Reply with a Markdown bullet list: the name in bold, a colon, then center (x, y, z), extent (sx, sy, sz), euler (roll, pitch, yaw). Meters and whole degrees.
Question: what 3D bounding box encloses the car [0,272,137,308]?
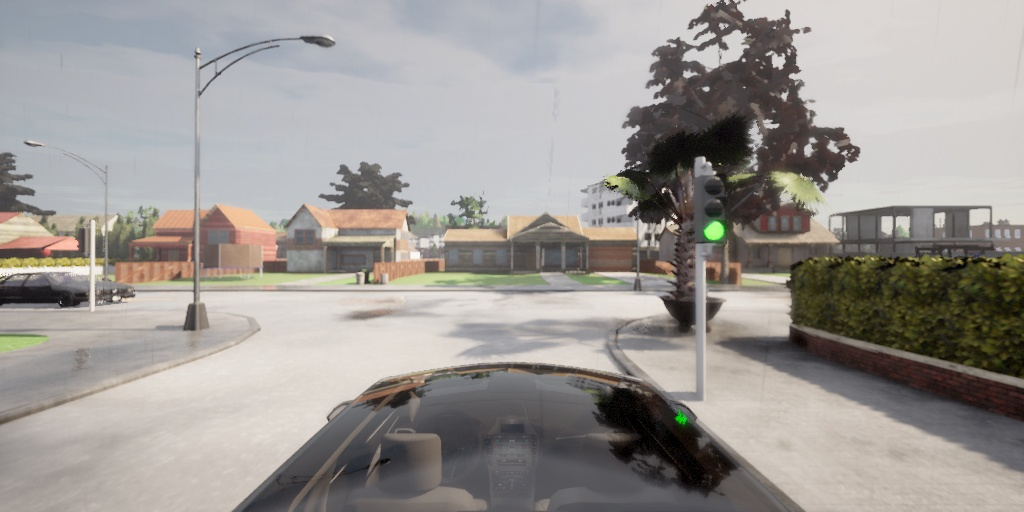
- **car**: center (-19.132, 1.371, 14.937), extent (5.357, 1.411, 2.033), euler (0, 0, 0)
